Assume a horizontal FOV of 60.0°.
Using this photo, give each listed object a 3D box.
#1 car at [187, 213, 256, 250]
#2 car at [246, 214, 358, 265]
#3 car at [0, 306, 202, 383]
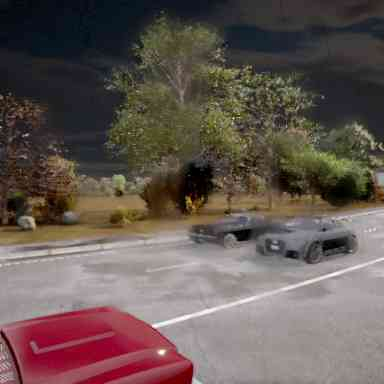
[{"bbox_3d":[2.081,1.629,14.676,4.718,1.301,1.895,0,0,-40],"label":"car"},{"bbox_3d":[4.171,1.585,11.895,4.181,1.385,1.994,0,0,-40],"label":"car"},{"bbox_3d":[-2.236,1.610,2.236,4.718,1.301,1.895,0,0,-36],"label":"car"}]
